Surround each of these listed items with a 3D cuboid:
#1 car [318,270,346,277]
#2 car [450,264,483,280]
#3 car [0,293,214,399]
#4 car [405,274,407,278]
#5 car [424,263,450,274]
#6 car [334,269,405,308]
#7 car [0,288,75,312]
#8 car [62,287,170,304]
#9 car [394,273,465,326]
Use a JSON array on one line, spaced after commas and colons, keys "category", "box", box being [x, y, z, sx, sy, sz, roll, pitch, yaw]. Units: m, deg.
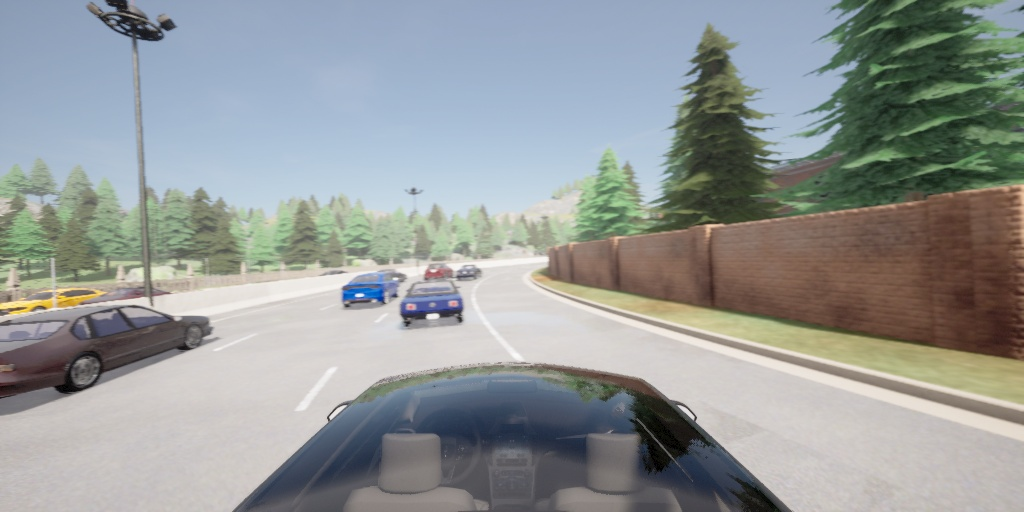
[{"category": "car", "box": [-18.020, 2.219, 36.121, 1.837, 1.490, 4.892, -3, 0, 4]}, {"category": "car", "box": [-4.011, 1.500, 34.083, 2.033, 1.411, 5.357, -3, 0, 4]}, {"category": "car", "box": [-8.826, 1.773, 7.538, 2.033, 1.411, 5.357, -3, 0, -12]}, {"category": "car", "box": [-11.071, 1.884, 32.204, 2.033, 1.411, 5.357, -3, 0, 2]}, {"category": "car", "box": [-7.276, 1.481, 36.064, 2.097, 1.767, 4.553, -3, 0, 4]}, {"category": "car", "box": [-7.033, 1.601, 18.283, 1.882, 1.535, 5.008, -3, 0, -7]}, {"category": "car", "box": [-24.865, 2.567, 19.592, 1.882, 1.535, 5.008, -3, 0, -4]}, {"category": "car", "box": [-21.389, 2.465, 20.001, 1.994, 1.385, 4.181, -3, 0, -4]}, {"category": "car", "box": [-2.729, 1.494, 12.639, 1.895, 1.301, 4.718, -3, 0, -11]}]
